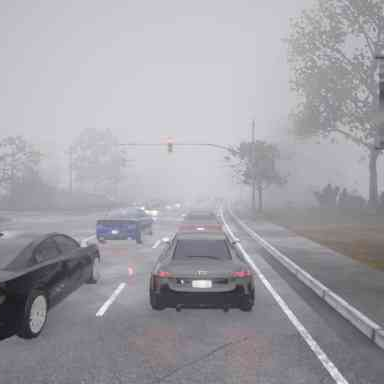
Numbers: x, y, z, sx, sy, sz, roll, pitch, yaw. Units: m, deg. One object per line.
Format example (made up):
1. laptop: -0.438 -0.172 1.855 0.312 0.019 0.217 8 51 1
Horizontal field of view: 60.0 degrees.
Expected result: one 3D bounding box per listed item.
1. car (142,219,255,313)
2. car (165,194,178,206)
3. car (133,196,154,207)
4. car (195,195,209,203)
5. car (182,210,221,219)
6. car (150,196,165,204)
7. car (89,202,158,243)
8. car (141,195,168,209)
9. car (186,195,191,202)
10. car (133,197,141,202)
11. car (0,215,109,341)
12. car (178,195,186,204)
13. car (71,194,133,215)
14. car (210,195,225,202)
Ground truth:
1. car: 0.215 1.564 7.778 1.994 1.385 4.181 0 0 1
2. car: -4.034 1.505 53.771 1.837 1.490 4.892 0 0 7
3. car: -7.675 1.491 52.619 2.128 1.511 4.902 0 0 6
4. car: 1.878 1.503 71.151 2.128 1.511 4.902 0 0 9
5. car: 0.438 1.564 16.179 1.994 1.385 4.181 0 0 2
6. car: -6.486 1.564 62.559 1.994 1.385 4.181 0 0 7
7. car: -3.070 1.478 16.014 1.882 1.535 5.008 0 0 2
8. car: -4.966 1.491 44.517 2.128 1.511 4.902 0 0 5
9. car: -1.465 1.355 73.058 2.097 1.767 4.553 0 0 8
10. car: -8.578 1.491 43.436 2.128 1.511 4.902 0 0 5
11. car: -3.304 1.478 6.615 1.882 1.535 5.008 0 0 1
12. car: -2.914 1.601 62.896 1.895 1.301 4.718 0 0 8
13. car: -9.121 1.224 33.268 5.566 2.045 2.150 0 0 -4
14. car: 5.802 1.472 74.258 1.882 1.535 5.008 0 0 9
